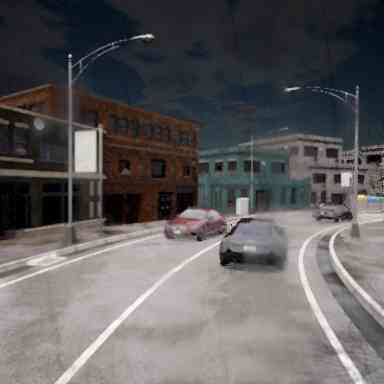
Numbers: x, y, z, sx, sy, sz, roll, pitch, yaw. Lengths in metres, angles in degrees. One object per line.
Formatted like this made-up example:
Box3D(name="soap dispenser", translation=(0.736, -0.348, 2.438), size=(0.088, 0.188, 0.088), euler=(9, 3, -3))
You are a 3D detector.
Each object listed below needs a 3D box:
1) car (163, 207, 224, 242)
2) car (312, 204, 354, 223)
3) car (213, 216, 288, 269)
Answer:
Box3D(name="car", translation=(0.323, 1.522, 16.784), size=(1.812, 1.442, 4.674), euler=(1, 0, 25))
Box3D(name="car", translation=(11.866, 1.726, 27.621), size=(2.033, 1.411, 5.357), euler=(2, 0, 44))
Box3D(name="car", translation=(2.248, 1.596, 11.466), size=(1.994, 1.385, 4.181), euler=(1, 0, 17))
